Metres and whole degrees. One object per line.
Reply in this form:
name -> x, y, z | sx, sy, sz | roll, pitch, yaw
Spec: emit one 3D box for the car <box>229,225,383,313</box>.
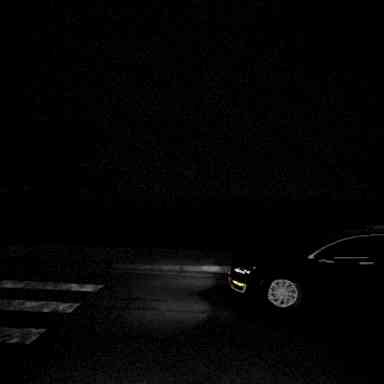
car -> 3.204, 1.437, 6.680 | 4.892, 1.490, 1.837 | 1, 1, 7
